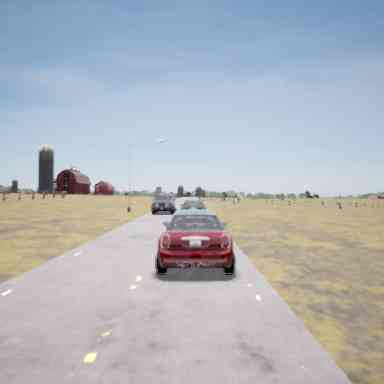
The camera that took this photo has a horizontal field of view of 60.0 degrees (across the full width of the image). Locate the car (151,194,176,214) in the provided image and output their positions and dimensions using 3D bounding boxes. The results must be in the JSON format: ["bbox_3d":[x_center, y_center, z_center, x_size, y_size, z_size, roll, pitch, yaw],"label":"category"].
[{"bbox_3d":[-2.826,1.194,33.840,2.150,2.045,5.566,0,0,0],"label":"car"}]

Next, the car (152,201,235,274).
[{"bbox_3d":[0.097,1.336,10.687,2.097,1.767,4.553,0,0,0],"label":"car"}]

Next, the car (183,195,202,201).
[{"bbox_3d":[0.107,1.328,26.679,2.097,1.767,4.553,0,0,0],"label":"car"}]
